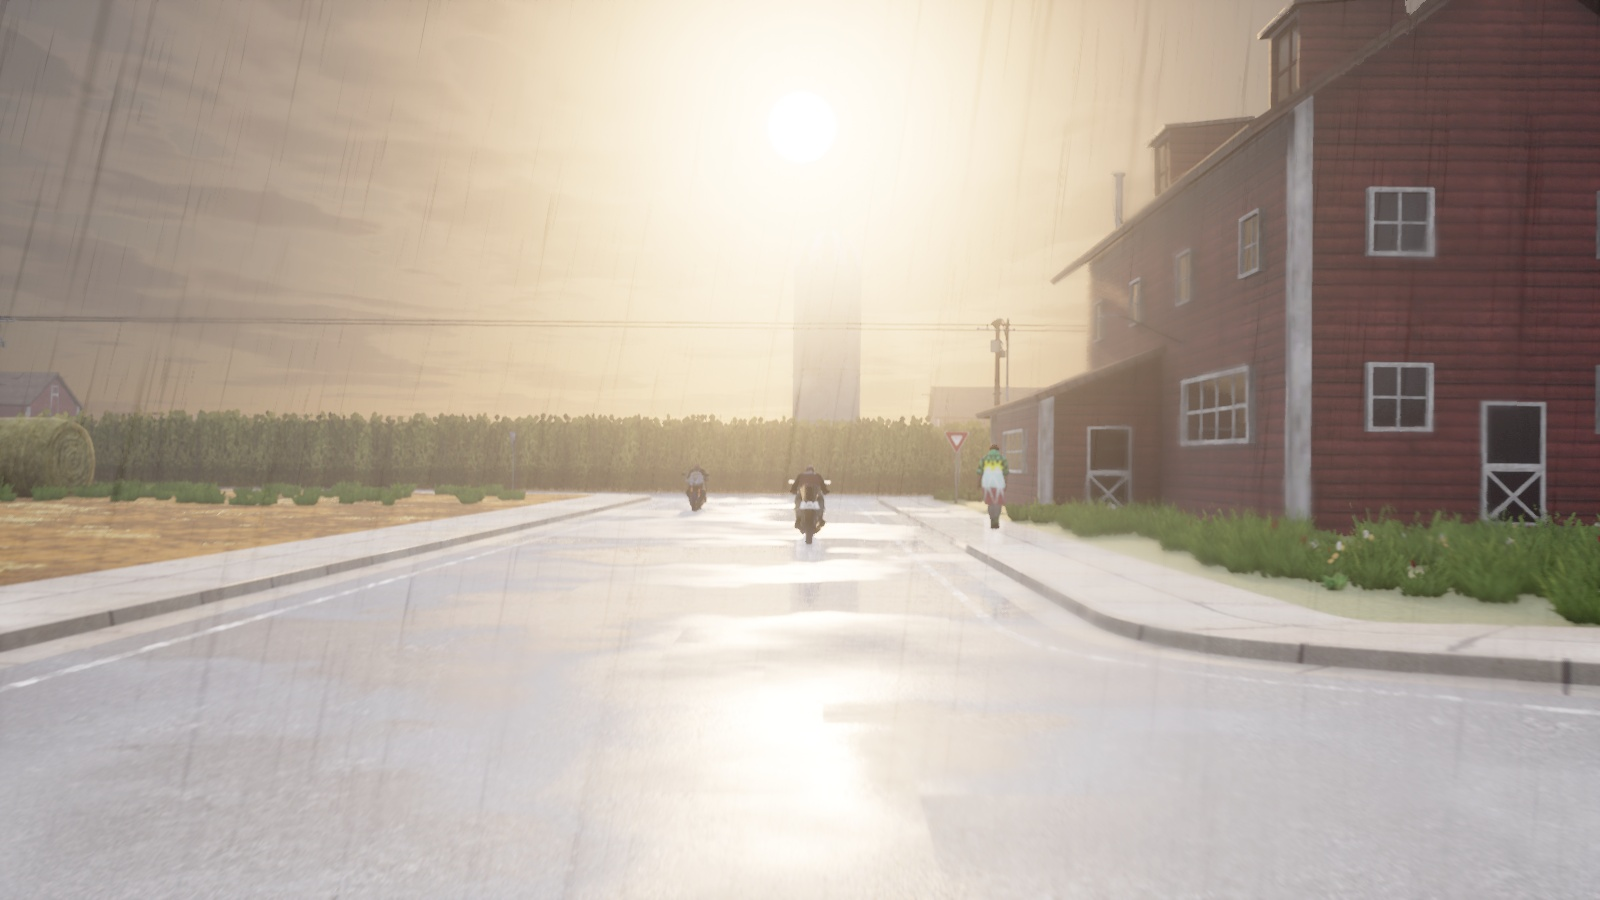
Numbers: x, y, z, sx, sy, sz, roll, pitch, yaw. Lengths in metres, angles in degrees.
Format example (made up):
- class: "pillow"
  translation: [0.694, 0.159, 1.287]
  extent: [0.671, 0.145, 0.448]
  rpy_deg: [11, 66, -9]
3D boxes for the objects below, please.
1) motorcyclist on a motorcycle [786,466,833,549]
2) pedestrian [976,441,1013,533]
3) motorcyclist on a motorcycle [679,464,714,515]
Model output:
- class: "motorcyclist on a motorcycle"
  translation: [0.192, 1.091, 24.656]
  extent: [0.866, 1.530, 2.191]
  rpy_deg: [1, -1, 0]
- class: "pedestrian"
  translation: [4.209, 0.790, 27.156]
  extent: [0.659, 1.952, 0.873]
  rpy_deg: [0, -1, 16]
- class: "motorcyclist on a motorcycle"
  translation: [-3.212, 1.211, 39.029]
  extent: [0.866, 1.530, 2.191]
  rpy_deg: [1, -1, 0]
